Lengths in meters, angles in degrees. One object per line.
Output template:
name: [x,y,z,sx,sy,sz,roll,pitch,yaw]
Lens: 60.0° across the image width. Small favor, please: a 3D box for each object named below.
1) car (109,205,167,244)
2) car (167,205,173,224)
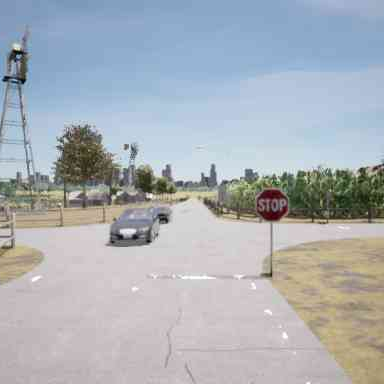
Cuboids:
car: [-2.625,1.547,16.081,2.128,1.511,4.902,-1,0,0]
car: [-2.525,1.665,25.734,1.895,1.301,4.718,0,0,1]
